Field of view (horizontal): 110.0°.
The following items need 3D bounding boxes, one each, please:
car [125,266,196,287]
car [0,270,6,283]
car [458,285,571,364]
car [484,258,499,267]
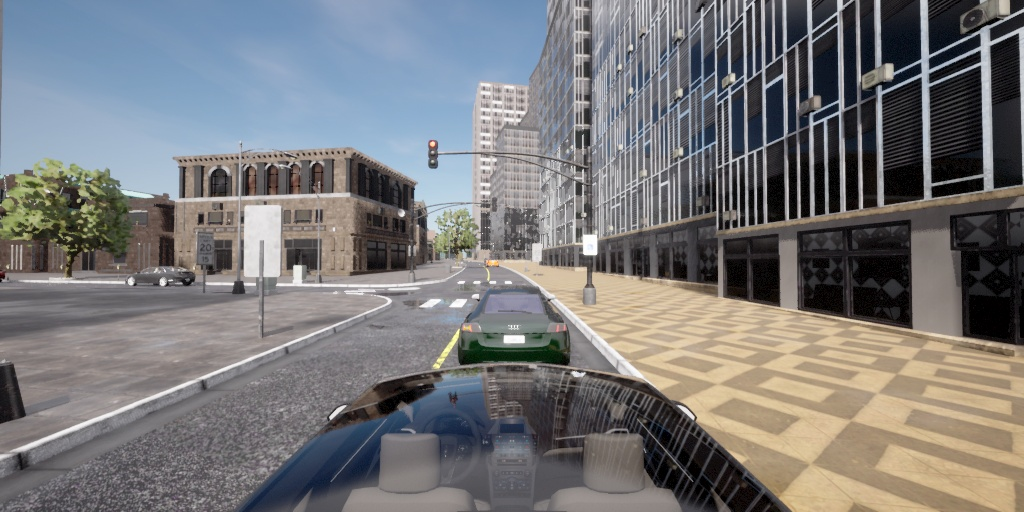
[{"bbox_3d":[-24.214,1.378,24.710,4.403,1.370,2.007,0,0,9],"label":"car"},{"bbox_3d":[-41.453,1.380,27.465,4.507,1.381,1.888,0,0,9],"label":"car"},{"bbox_3d":[0.039,1.315,7.799,1.994,1.385,4.181,0,0,0],"label":"car"},{"bbox_3d":[-3.561,1.096,64.696,2.097,1.767,4.553,0,0,-7],"label":"car"}]
